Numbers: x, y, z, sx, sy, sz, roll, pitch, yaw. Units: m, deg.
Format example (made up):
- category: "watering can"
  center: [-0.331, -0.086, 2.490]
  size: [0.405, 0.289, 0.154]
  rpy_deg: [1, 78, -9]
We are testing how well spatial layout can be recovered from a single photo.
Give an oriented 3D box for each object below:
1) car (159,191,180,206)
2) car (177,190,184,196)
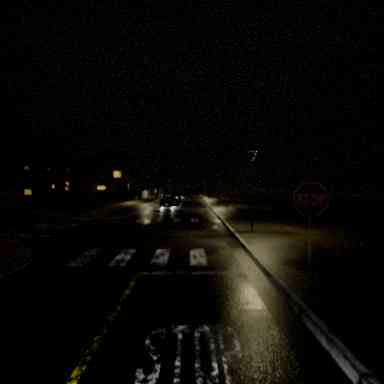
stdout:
- category: "car"
  center: [-2.763, 0.892, 38.735]
  size: [2.033, 1.411, 5.357]
  rpy_deg: [0, 1, 0]
- category: "car"
  center: [-2.769, 0.222, 74.788]
  size: [1.994, 1.385, 4.181]
  rpy_deg: [0, 1, 0]
